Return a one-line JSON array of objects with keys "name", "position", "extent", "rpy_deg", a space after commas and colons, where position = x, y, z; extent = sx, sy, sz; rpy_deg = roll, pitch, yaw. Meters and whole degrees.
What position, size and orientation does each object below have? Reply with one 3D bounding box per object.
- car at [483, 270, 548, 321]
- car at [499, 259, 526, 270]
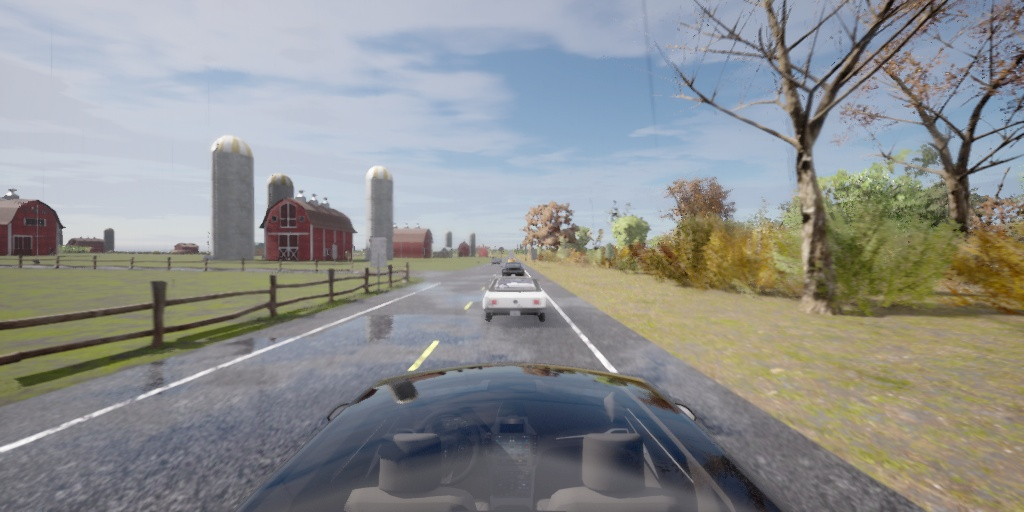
[{"name": "car", "position": [0.097, 1.349, 12.456], "extent": [1.895, 1.301, 4.718], "rpy_deg": [0, 0, 0]}, {"name": "car", "position": [0.085, 1.249, 30.218], "extent": [1.837, 1.490, 4.892], "rpy_deg": [0, 0, 0]}]
